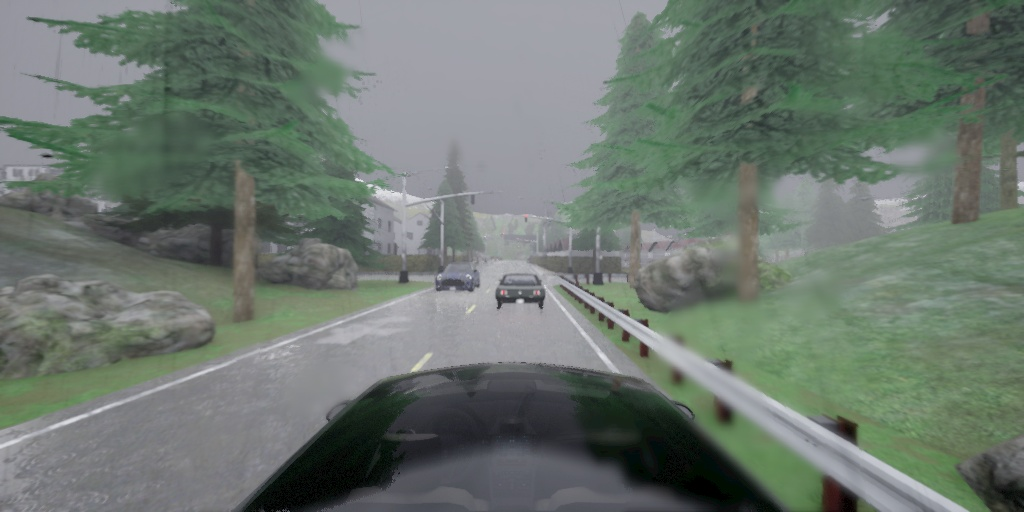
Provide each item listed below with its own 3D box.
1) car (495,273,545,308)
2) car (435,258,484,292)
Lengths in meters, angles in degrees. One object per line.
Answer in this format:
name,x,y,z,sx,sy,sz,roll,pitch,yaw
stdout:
car,0.351,1.377,15.354,1.895,1.301,4.718,0,0,1
car,-3.113,1.163,21.353,2.097,1.767,4.553,0,0,1
